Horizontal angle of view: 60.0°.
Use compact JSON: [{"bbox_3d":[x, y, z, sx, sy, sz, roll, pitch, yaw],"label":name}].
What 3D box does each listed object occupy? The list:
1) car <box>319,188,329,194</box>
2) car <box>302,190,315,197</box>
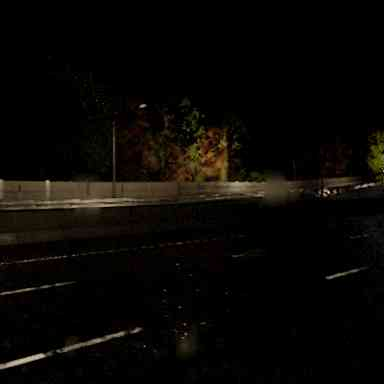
[{"bbox_3d":[35.006,-0.267,88.198,1.812,1.442,4.674,0,2,34],"label":"car"},{"bbox_3d":[26.341,0.338,74.967,2.033,1.411,5.357,0,1,32],"label":"car"}]
